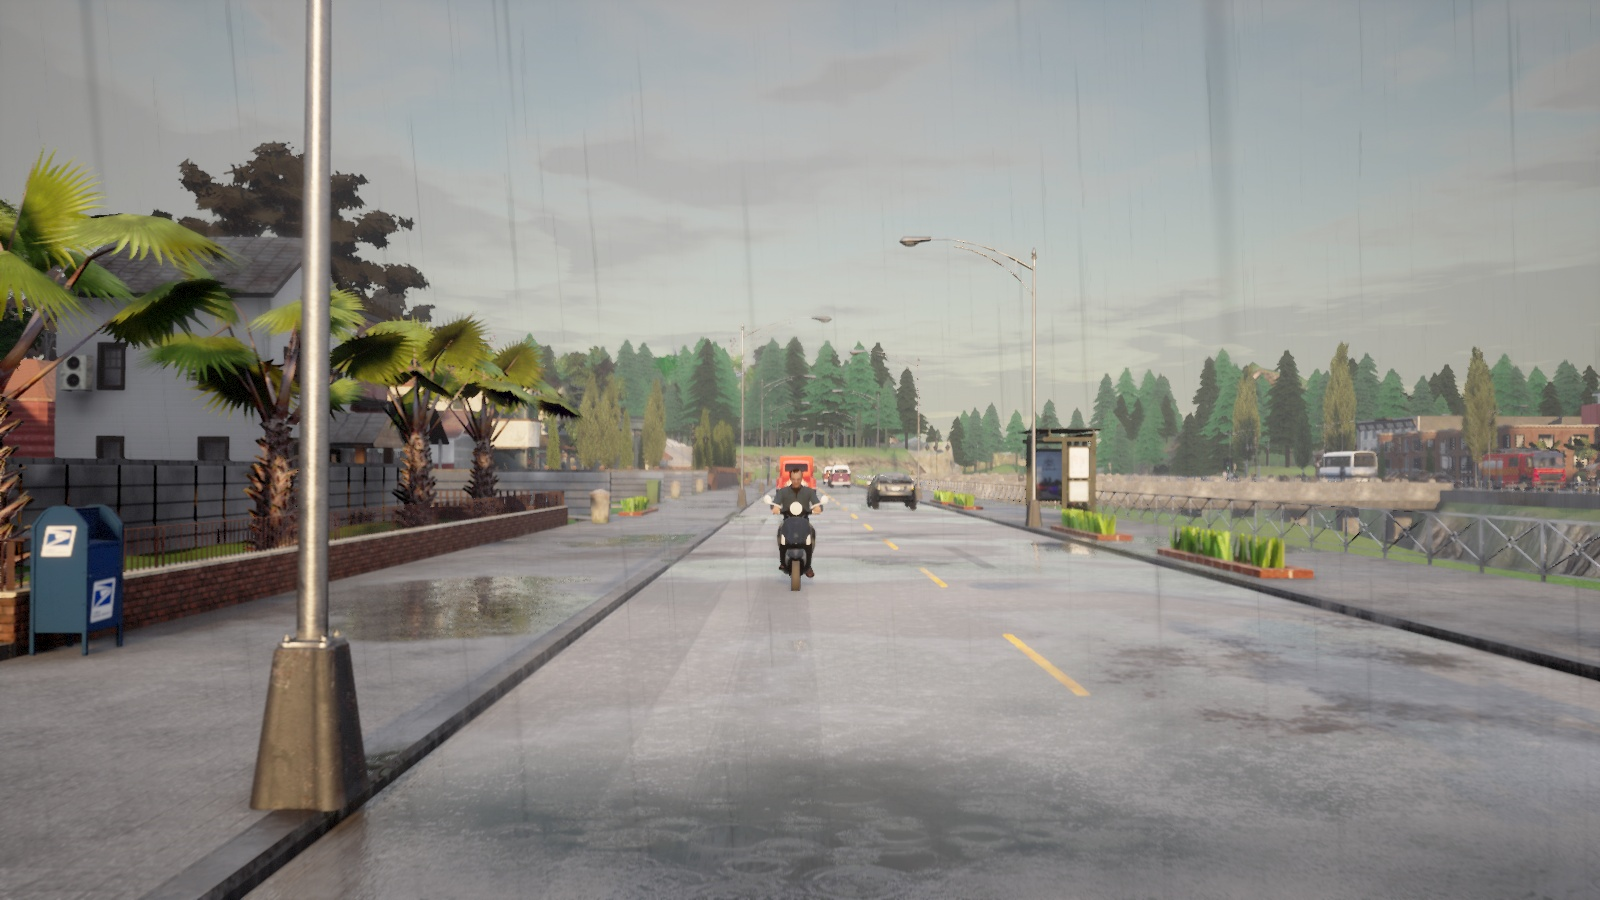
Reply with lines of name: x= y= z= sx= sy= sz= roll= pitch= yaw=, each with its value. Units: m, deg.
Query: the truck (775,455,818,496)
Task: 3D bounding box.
truck: x=-0.213 y=1.603 z=78.312 sx=2.627 sy=2.467 sz=5.204 roll=0 pitch=-1 yaw=0

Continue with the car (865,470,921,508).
car: x=3.857 y=1.605 z=52.816 sx=2.007 sy=1.525 sz=4.514 roll=0 pitch=-1 yaw=0

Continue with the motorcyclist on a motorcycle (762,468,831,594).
motorcyclist on a motorcycle: x=-0.044 y=1.040 z=16.765 sx=0.866 sy=1.590 sz=1.817 roll=0 pitch=-1 yaw=0
